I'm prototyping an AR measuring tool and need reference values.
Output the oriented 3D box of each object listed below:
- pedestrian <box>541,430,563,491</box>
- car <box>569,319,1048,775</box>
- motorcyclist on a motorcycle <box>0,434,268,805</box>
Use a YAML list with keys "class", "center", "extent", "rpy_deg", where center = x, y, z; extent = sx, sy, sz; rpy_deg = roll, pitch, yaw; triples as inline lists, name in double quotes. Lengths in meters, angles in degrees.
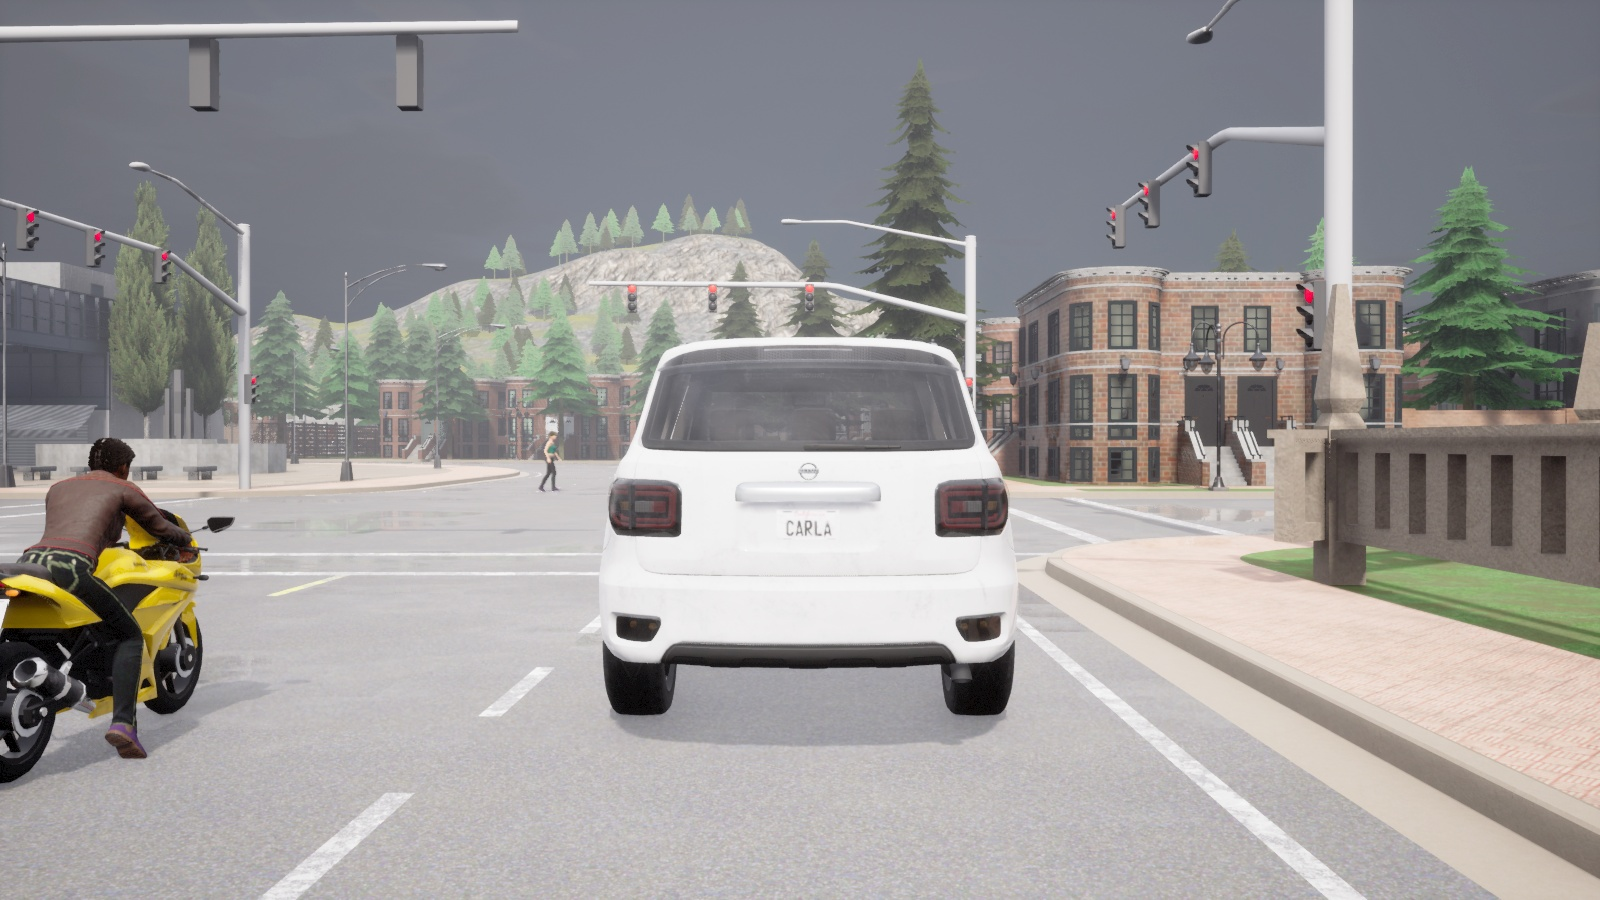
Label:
- class: "pedestrian"
  center: [-7.509, 0.315, 37.971]
  extent: [0.594, 1.836, 0.345]
  rpy_deg: [0, 0, 2]
- class: "car"
  center: [0.058, 0.418, 8.421]
  extent: [2.150, 2.045, 5.566]
  rpy_deg: [0, 0, 0]
- class: "motorcyclist on a motorcycle"
  center: [-3.453, 0.691, 6.178]
  extent: [0.797, 1.523, 2.044]
  rpy_deg: [0, 0, 0]
